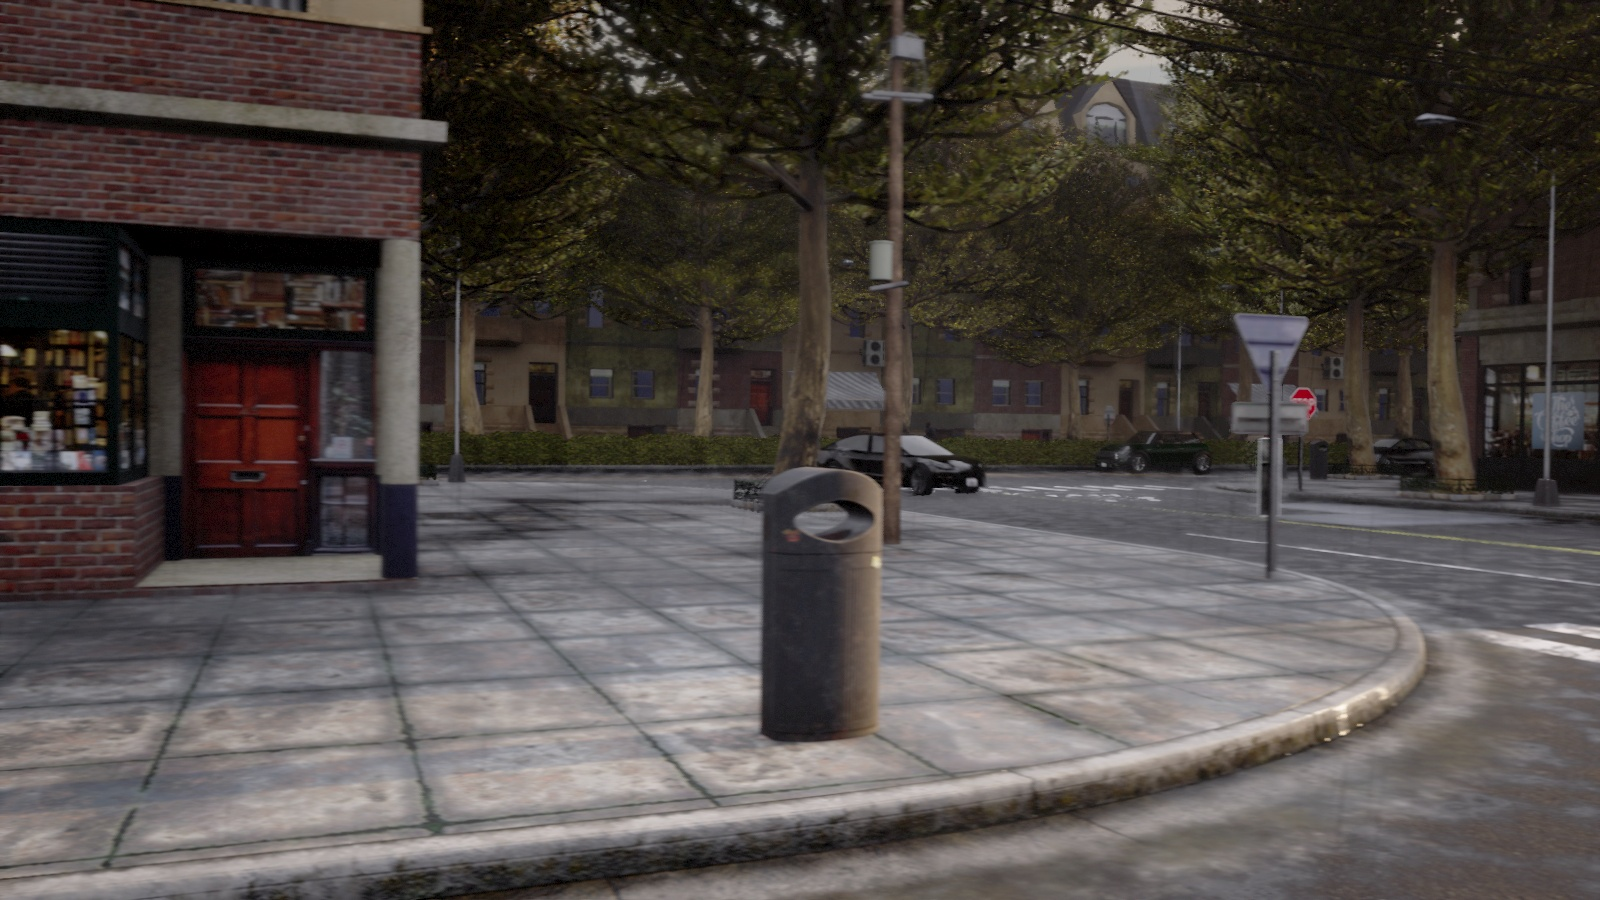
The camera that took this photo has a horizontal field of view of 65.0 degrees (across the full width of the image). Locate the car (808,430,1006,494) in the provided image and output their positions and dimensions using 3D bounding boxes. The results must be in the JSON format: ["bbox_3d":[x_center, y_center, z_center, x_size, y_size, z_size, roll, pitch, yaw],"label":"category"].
[{"bbox_3d":[2.603,0.256,31.599,2.163,1.488,4.792,-1,1,-41],"label":"car"}]

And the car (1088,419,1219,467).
[{"bbox_3d":[13.832,-0.293,49.138,4.553,1.767,2.097,-1,1,-21],"label":"car"}]

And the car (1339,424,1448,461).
[{"bbox_3d":[25.303,-0.334,53.523,4.193,1.474,1.816,-1,1,-21],"label":"car"}]
